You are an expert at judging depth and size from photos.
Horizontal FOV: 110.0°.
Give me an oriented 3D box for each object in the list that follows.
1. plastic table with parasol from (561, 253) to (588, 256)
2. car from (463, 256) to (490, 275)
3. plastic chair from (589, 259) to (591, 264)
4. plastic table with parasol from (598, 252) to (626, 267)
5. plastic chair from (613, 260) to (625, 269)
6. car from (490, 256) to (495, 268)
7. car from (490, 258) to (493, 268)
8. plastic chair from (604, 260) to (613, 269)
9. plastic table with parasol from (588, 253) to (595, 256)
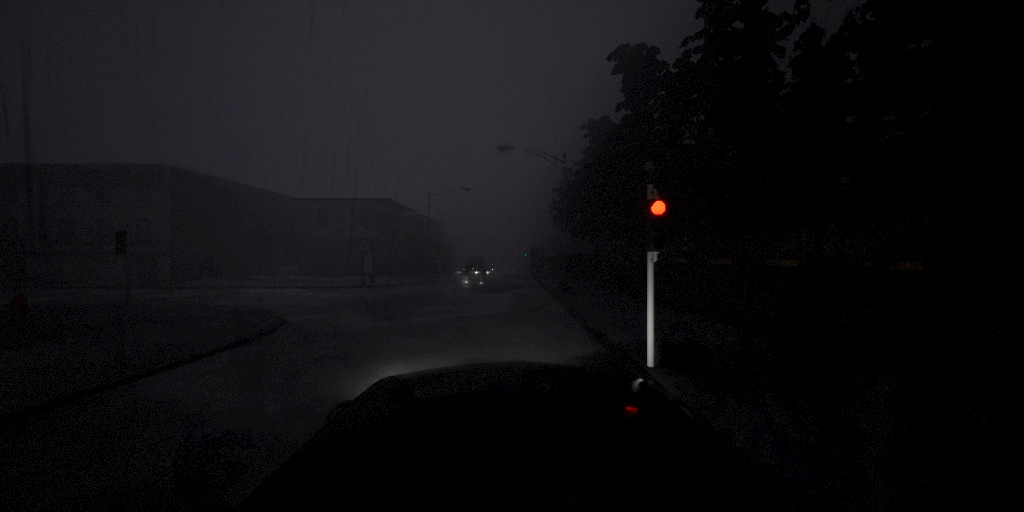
[{"bbox_3d":[10.020,0.678,57.826,2.482,2.480,2.482,0,0,-40],"label":"plastic table with parasol"},{"bbox_3d":[-4.067,0.967,40.143,2.150,2.045,5.566,0,0,0],"label":"car"},{"bbox_3d":[13.769,1.297,62.410,0.730,1.272,0.750,0,0,-35],"label":"plastic chair"},{"bbox_3d":[15.337,0.688,55.083,2.482,2.480,2.482,0,0,-40],"label":"plastic table with parasol"},{"bbox_3d":[16.069,1.290,54.083,0.750,1.272,0.730,0,0,-40],"label":"plastic chair"},{"bbox_3d":[-4.023,0.965,60.513,2.150,2.045,5.566,0,0,1],"label":"car"},{"bbox_3d":[-4.053,1.345,50.320,1.895,1.301,4.718,0,0,0],"label":"car"},{"bbox_3d":[14.363,1.300,54.181,0.730,1.272,0.750,0,0,-35],"label":"plastic chair"},{"bbox_3d":[14.722,0.665,63.297,2.482,2.480,2.482,0,0,-42],"label":"plastic table with parasol"}]
